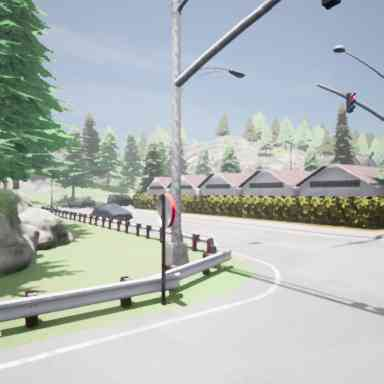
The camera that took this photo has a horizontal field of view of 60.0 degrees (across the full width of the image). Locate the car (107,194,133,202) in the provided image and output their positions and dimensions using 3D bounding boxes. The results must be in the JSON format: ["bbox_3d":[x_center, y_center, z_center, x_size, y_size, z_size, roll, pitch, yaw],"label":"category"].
[{"bbox_3d":[-11.086,1.385,53.311,2.150,2.045,5.566,0,0,33],"label":"car"}]

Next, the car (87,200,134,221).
[{"bbox_3d":[-6.891,1.733,28.430,2.033,1.411,5.357,0,0,-35],"label":"car"}]

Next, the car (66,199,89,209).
[{"bbox_3d":[-16.548,1.716,49.859,2.033,1.411,5.357,0,0,15],"label":"car"}]
